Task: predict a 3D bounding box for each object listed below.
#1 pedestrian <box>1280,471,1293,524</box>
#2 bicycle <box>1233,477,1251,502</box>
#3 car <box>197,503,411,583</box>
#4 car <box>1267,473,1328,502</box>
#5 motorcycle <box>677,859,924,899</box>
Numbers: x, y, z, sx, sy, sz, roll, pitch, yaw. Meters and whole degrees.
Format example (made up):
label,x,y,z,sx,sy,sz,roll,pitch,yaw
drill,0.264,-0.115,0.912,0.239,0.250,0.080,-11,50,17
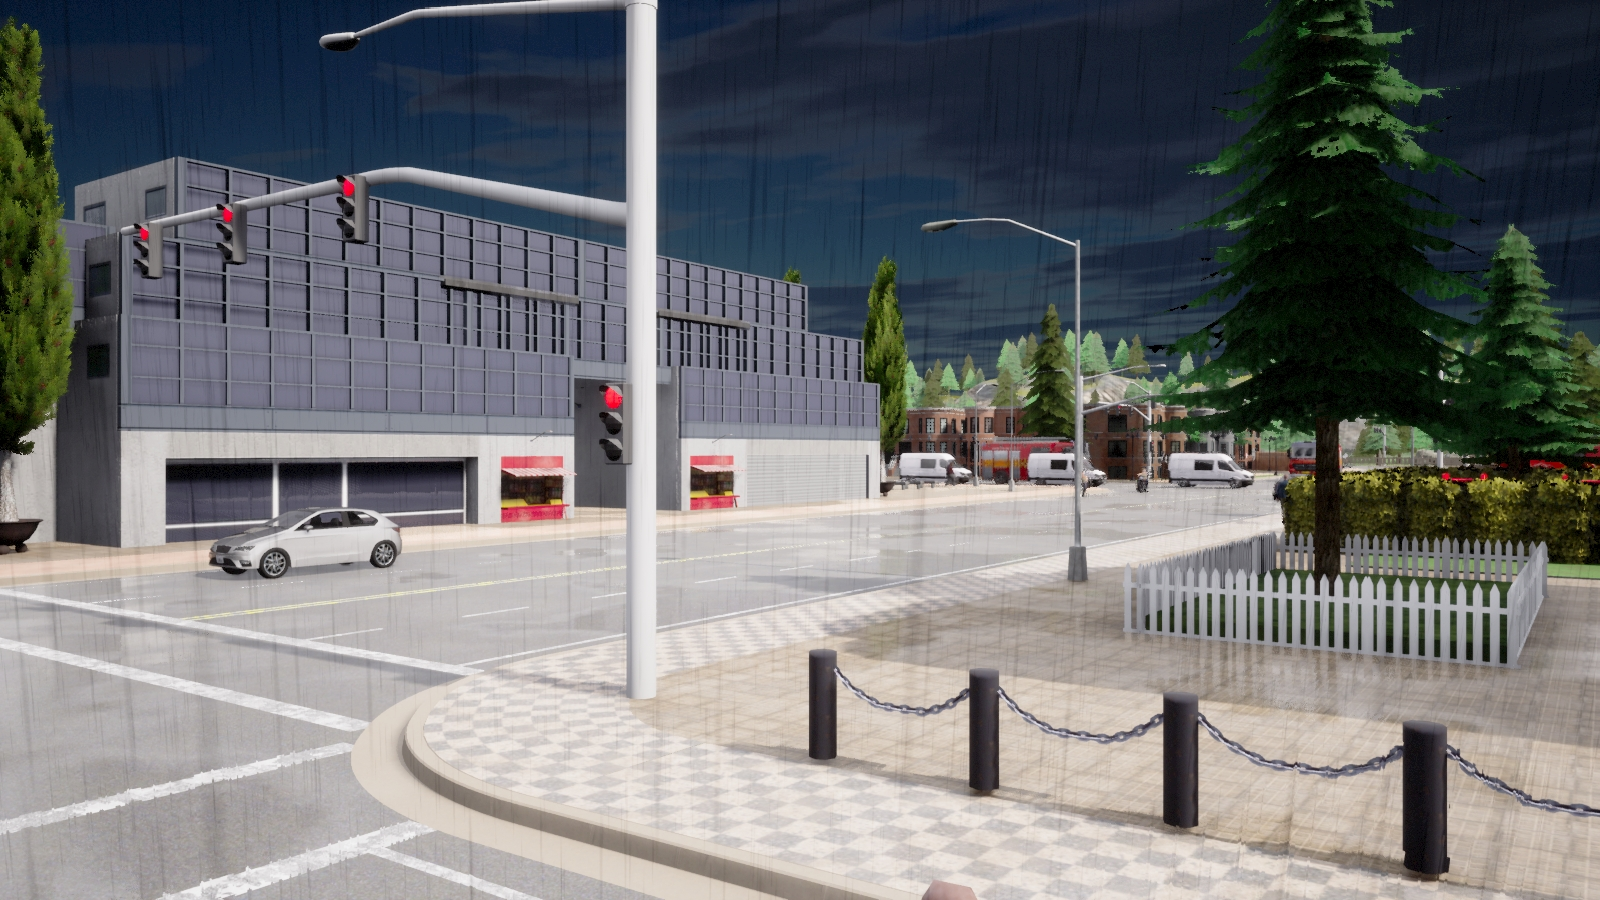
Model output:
label,x,y,z,sx,sy,sz,roll,pitch,yaw
pedestrian,17.264,1.695,40.551,0.375,1.860,0.375,0,0,28
bicycle,24.334,2.158,62.852,0.859,1.276,1.487,0,0,23
car,-11.323,2.066,26.349,1.816,1.474,4.193,0,0,35
car,27.765,2.063,63.661,2.163,1.488,4.792,0,0,35
motorcycle,0.509,2.205,3.428,2.209,1.251,0.867,0,0,35
